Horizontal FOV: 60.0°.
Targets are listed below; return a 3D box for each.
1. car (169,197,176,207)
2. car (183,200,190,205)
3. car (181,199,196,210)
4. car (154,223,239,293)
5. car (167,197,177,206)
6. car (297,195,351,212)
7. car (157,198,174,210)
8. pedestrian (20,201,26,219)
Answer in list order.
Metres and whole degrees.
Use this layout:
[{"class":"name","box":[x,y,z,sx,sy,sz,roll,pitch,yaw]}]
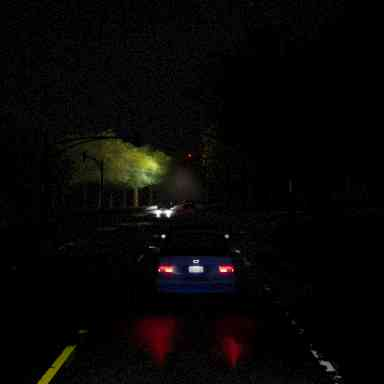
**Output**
[{"class":"car","box":[-4.370,1.910,58.908,2.097,1.767,4.553,0,-1,-1]},{"class":"car","box":[-1.526,2.963,90.978,1.895,1.301,4.718,0,-2,-1]},{"class":"car","box":[-0.535,1.938,51.814,1.837,1.490,4.892,0,-1,-1]},{"class":"car","box":[0.087,1.550,8.974,2.033,1.411,5.357,0,0,0]},{"class":"car","box":[-4.761,2.226,79.318,2.150,2.045,5.566,0,-1,-1]},{"class":"car","box":[12.115,0.997,30.621,4.674,1.442,1.812,-2,-1,2]},{"class":"car","box":[-4.182,2.000,49.804,1.895,1.301,4.718,0,-1,-1]},{"class":"pedestrian","box":[-18.100,1.917,35.640,0.375,1.860,0.375,0,1,2]}]
